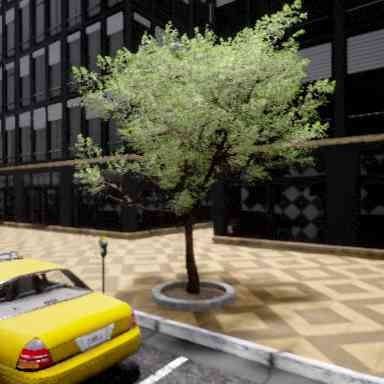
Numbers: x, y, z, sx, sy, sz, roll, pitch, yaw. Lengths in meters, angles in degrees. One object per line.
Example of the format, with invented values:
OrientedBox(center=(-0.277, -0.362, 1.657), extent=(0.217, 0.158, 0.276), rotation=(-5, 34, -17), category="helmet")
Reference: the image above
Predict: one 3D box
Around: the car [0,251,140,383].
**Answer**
OrientedBox(center=(-2.931, 1.571, 4.963), extent=(4.829, 1.417, 1.752), rotation=(-1, 0, 35), category="car")
